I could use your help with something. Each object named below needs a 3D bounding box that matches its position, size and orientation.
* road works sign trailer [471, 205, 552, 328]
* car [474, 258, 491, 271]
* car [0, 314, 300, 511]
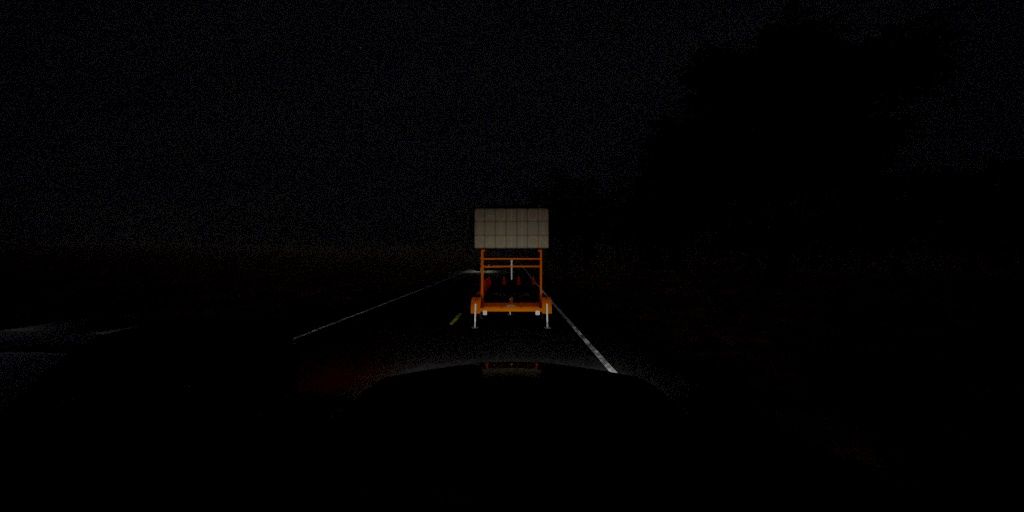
[{"bbox_3d":[-0.011,0.203,11.284,2.380,3.560,2.880,0,0,0],"label":"road works sign trailer"},{"bbox_3d":[-3.600,0.984,44.471,1.882,1.535,5.008,0,1,0],"label":"car"},{"bbox_3d":[-3.588,1.275,2.757,1.812,1.442,4.674,0,0,0],"label":"car"}]
